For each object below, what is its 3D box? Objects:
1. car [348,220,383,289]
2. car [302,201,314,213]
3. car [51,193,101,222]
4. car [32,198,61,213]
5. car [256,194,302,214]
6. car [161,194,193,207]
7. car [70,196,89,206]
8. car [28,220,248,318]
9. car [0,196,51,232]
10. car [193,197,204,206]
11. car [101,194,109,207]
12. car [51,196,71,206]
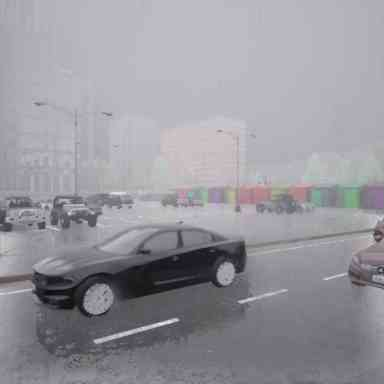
[{"bbox_3d":[5.741,1.526,8.166,4.674,1.442,1.812,0,0,-36],"label":"car"},{"bbox_3d":[10.519,1.395,34.157,1.970,1.475,3.806,0,0,-37],"label":"car"},{"bbox_3d":[-7.401,1.156,20.521,1.905,1.878,3.866,0,0,-37],"label":"car"},{"bbox_3d":[-15.808,1.395,36.069,1.970,1.475,3.806,0,0,-37],"label":"car"},{"bbox_3d":[8.206,1.156,32.415,1.905,1.878,3.866,0,0,-37],"label":"car"},{"bbox_3d":[-2.404,1.153,46.358,1.932,1.855,4.605,0,0,-37],"label":"car"},{"bbox_3d":[-18.038,1.364,53.335,1.784,1.438,3.905,0,0,-37],"label":"car"},{"bbox_3d":[-0.916,1.478,7.640,5.008,1.535,1.882,0,0,-36],"label":"car"},{"bbox_3d":[-9.740,1.153,18.814,1.932,1.855,4.605,0,0,-37],"label":"car"},{"bbox_3d":[-0.058,1.364,48.058,1.784,1.438,3.905,0,0,-37],"label":"car"},{"bbox_3d":[-15.932,1.153,54.998,1.932,1.855,4.605,0,0,-37],"label":"car"},{"bbox_3d":[-20.345,1.395,51.585,1.970,1.475,3.806,0,0,-37],"label":"car"}]
